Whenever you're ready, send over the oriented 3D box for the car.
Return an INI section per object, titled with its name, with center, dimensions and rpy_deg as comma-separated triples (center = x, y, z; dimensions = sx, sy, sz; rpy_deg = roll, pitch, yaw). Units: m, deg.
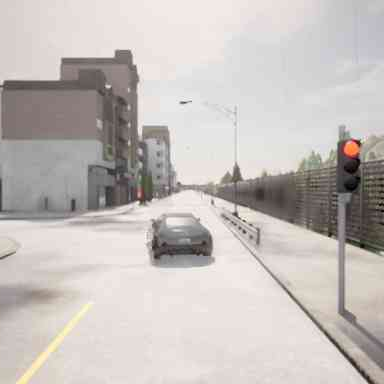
[car]
center = -0.565, 1.440, 12.220
dimensions = 1.994, 1.385, 4.181
rpy_deg = 0, 1, -10
